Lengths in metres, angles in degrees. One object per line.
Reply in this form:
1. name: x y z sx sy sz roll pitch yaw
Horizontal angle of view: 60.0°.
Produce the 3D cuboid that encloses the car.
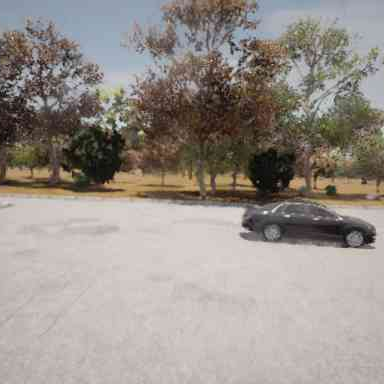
1. car: 4.318 1.090 12.581 4.892 1.490 1.837 4 4 2
